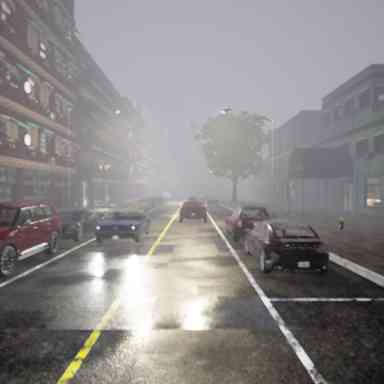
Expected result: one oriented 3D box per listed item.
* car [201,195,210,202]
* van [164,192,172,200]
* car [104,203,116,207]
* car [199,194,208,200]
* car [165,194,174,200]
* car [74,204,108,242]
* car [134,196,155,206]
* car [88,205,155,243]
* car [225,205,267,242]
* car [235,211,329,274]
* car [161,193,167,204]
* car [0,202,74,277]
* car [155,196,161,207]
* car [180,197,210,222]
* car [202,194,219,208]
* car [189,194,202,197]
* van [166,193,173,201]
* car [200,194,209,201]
[{"bbox_3d":[2.692,1.287,67.138,1.802,1.307,4.206,0,0,0],"label":"car"},{"bbox_3d":[-5.689,1.011,78.535,1.690,1.788,3.998,0,0,0],"label":"van"},{"bbox_3d":[-5.691,1.443,21.567,2.008,1.369,4.403,0,0,0],"label":"car"},{"bbox_3d":[2.692,1.235,78.532,1.947,1.339,4.313,0,0,0],"label":"car"},{"bbox_3d":[-5.688,1.234,84.233,1.802,1.307,4.206,0,0,0],"label":"car"},{"bbox_3d":[-5.691,1.484,15.872,1.947,1.339,4.313,0,0,0],"label":"car"},{"bbox_3d":[-5.691,1.341,38.488,1.752,1.417,4.829,0,0,0],"label":"car"},{"bbox_3d":[-3.080,1.521,15.619,1.895,1.301,4.718,0,0,0],"label":"car"},{"bbox_3d":[2.689,1.358,15.868,1.967,1.590,4.097,0,0,0],"label":"car"},{"bbox_3d":[2.689,1.497,10.172,2.008,1.369,4.403,0,0,0],"label":"car"},{"bbox_3d":[-5.689,1.311,55.748,1.947,1.339,4.313,0,0,0],"label":"car"},{"bbox_3d":[-5.692,1.261,10.173,2.192,1.841,5.009,0,0,0],"label":"car"},{"bbox_3d":[-5.690,1.335,44.355,1.887,1.381,4.507,0,0,0],"label":"car"},{"bbox_3d":[0.095,1.355,24.779,1.882,1.535,5.008,0,0,0],"label":"car"},{"bbox_3d":[2.691,1.341,44.353,2.008,1.369,4.403,0,0,0],"label":"car"},{"bbox_3d":[0.102,1.309,46.213,1.812,1.442,4.674,0,0,0],"label":"car"},{"bbox_3d":[-5.690,1.028,72.838,1.690,1.788,3.998,0,0,0],"label":"van"},{"bbox_3d":[2.692,1.232,72.835,1.887,1.381,4.507,0,0,0],"label":"car"}]
